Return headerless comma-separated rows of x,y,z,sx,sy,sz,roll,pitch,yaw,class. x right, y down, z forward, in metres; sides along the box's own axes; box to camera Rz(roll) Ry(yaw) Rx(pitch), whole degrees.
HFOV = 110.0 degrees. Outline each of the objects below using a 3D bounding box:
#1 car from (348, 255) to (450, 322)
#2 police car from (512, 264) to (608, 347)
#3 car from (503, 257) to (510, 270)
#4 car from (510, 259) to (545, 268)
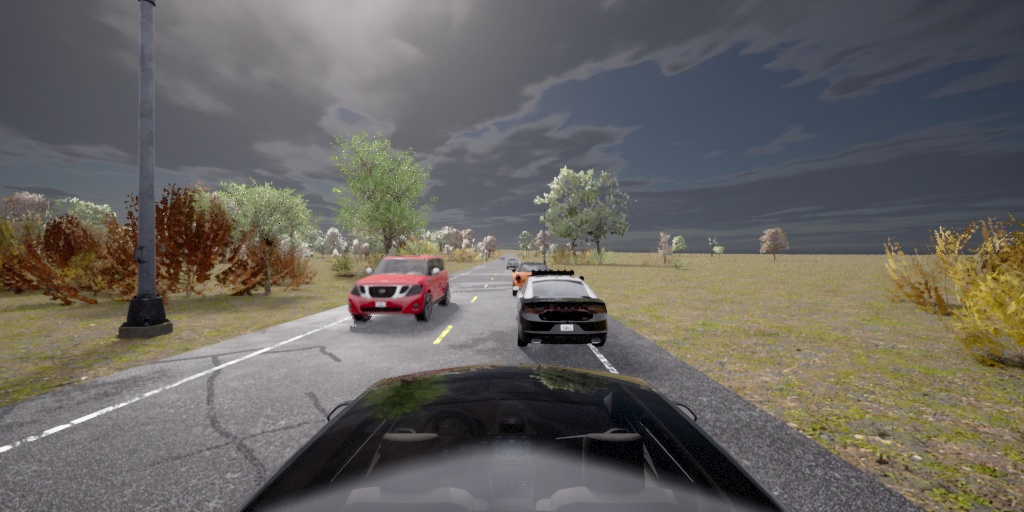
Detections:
-3.590,0.967,12.570,2.150,2.045,5.566,0,0,0,car
1.059,1.173,9.477,1.930,1.638,5.238,0,0,0,police car
0.123,1.240,52.928,2.033,1.411,5.357,0,0,0,car
1.067,1.093,19.338,2.097,1.767,4.553,0,0,0,car
